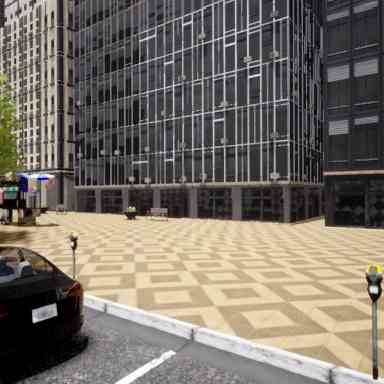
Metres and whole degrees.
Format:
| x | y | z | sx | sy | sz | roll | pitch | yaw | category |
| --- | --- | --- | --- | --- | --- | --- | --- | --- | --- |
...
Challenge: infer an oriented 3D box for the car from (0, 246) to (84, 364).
| x | y | z | sx | sy | sz | roll | pitch | yaw | category |
| --- | --- | --- | --- | --- | --- | --- | --- | --- | --- |
| -3.553 | 1.566 | 5.418 | 4.313 | 1.339 | 1.947 | 0 | 0 | 36 | car |
